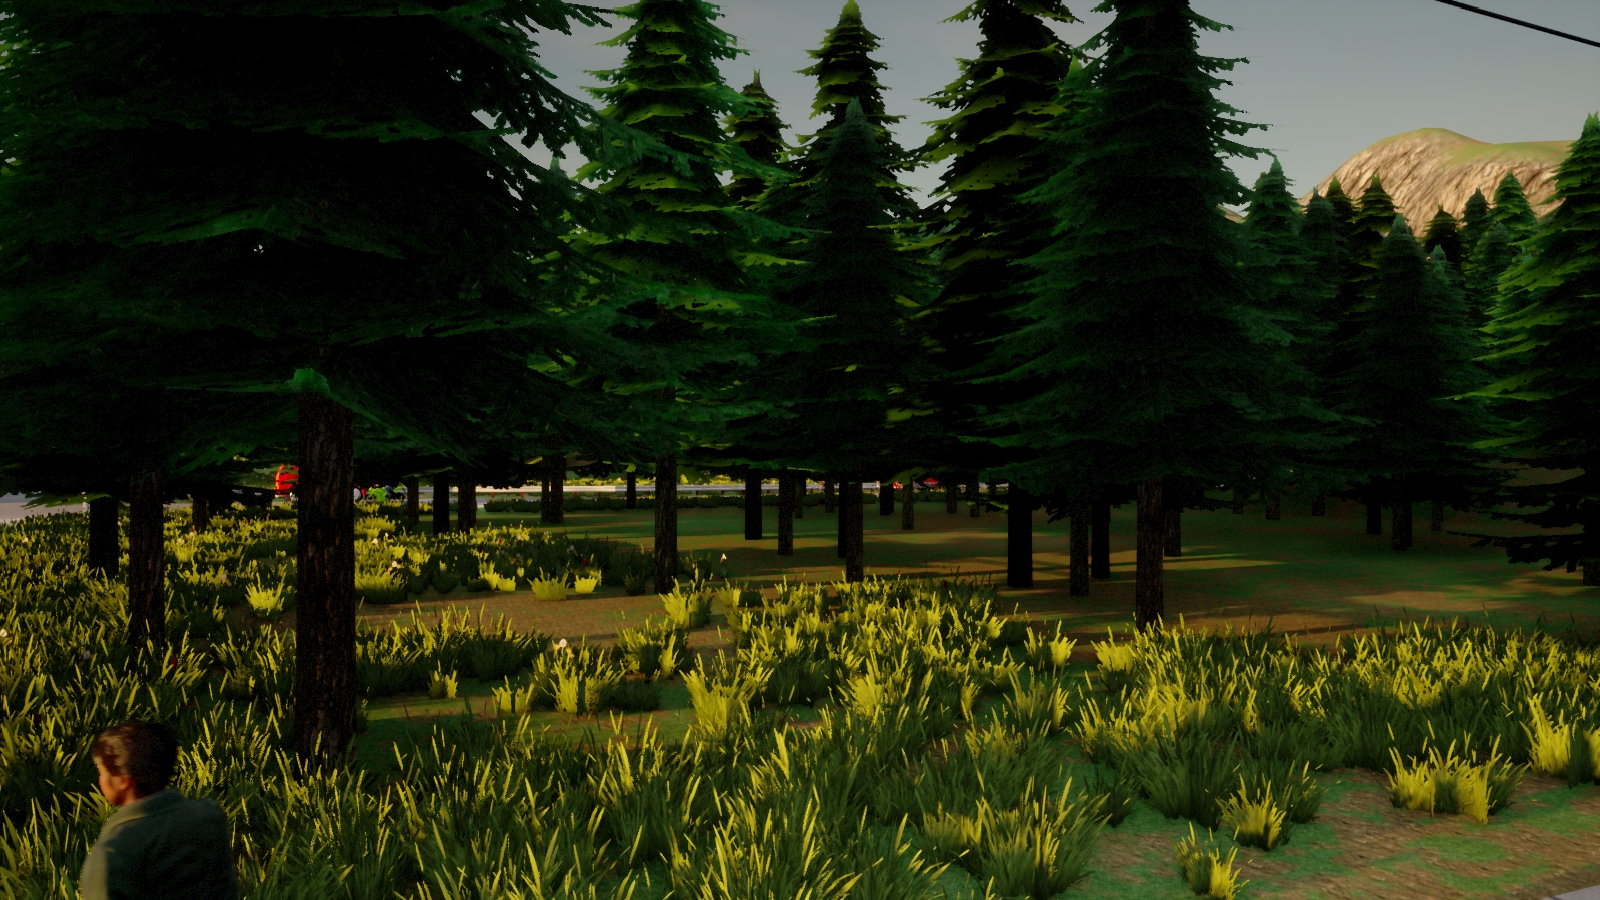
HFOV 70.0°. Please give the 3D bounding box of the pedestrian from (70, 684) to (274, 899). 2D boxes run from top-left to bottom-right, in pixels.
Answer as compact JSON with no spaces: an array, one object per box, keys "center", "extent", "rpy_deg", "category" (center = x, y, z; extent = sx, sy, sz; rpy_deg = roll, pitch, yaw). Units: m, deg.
[{"center":[-1.834,1.663,3.362],"extent":[0.375,1.860,0.375],"rpy_deg":[0,0,10],"category":"pedestrian"}]
